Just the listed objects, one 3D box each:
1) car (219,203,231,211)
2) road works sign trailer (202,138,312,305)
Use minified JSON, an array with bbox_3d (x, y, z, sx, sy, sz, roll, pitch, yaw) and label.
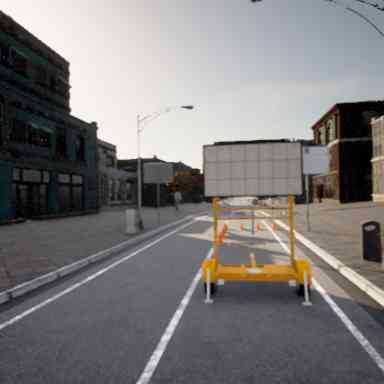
[{"bbox_3d":[5.728,2.578,57.270,1.994,1.385,4.181,-1,-2,8],"label":"car"},{"bbox_3d":[1.501,0.522,8.246,2.380,3.560,2.880,-1,-1,8],"label":"road works sign trailer"}]
